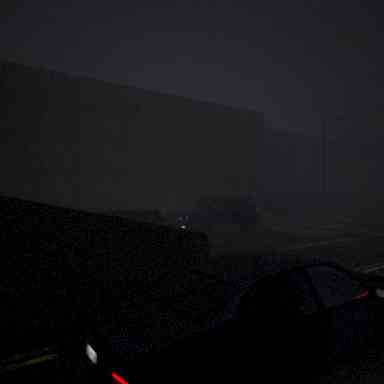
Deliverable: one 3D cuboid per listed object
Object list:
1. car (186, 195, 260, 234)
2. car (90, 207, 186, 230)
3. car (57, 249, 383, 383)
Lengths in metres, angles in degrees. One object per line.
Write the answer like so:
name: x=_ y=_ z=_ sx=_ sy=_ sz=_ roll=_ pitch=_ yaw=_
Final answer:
car: x=1.135 y=1.201 z=17.595 sx=5.566 sy=2.045 sz=2.150 roll=1 pitch=0 yaw=-35
car: x=-2.743 y=1.333 z=10.598 sx=4.553 sy=1.767 sz=2.097 roll=0 pitch=0 yaw=-35
car: x=1.111 y=1.542 z=4.540 sx=5.357 sy=1.411 sz=2.033 roll=0 pitch=0 yaw=-35
